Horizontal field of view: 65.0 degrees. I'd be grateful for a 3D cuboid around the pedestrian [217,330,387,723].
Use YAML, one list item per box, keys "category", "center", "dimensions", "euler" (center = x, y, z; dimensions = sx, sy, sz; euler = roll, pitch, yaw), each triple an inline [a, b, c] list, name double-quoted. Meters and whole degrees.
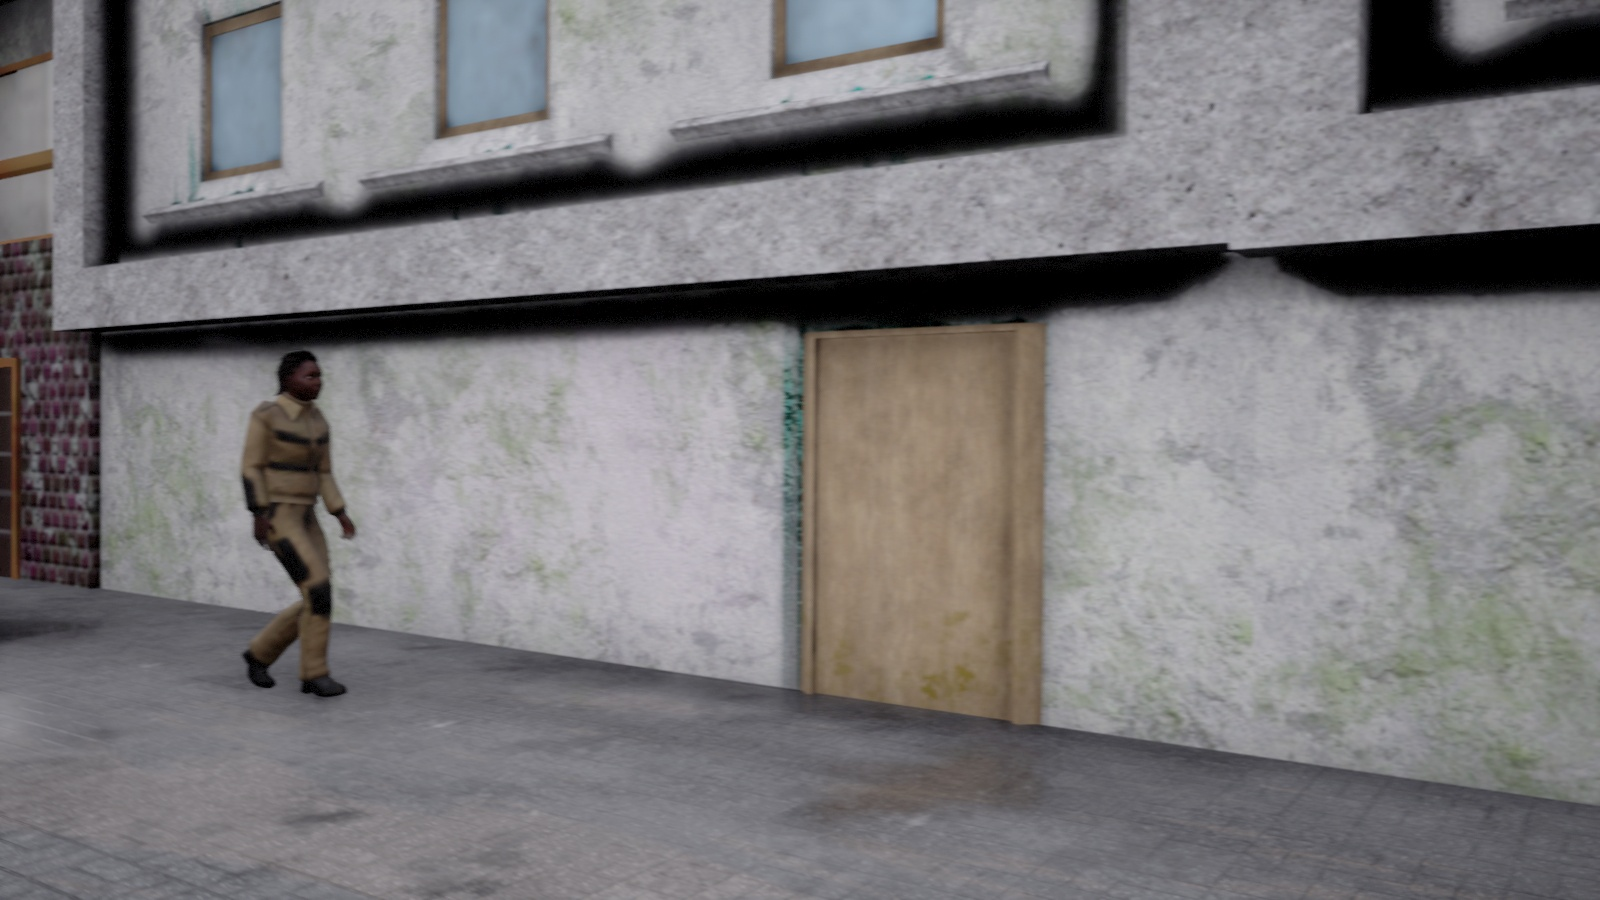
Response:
- category: "pedestrian"
  center: [-2.557, 0.376, 6.460]
  dimensions: [0.692, 1.930, 0.396]
  euler: [0, 1, 18]
